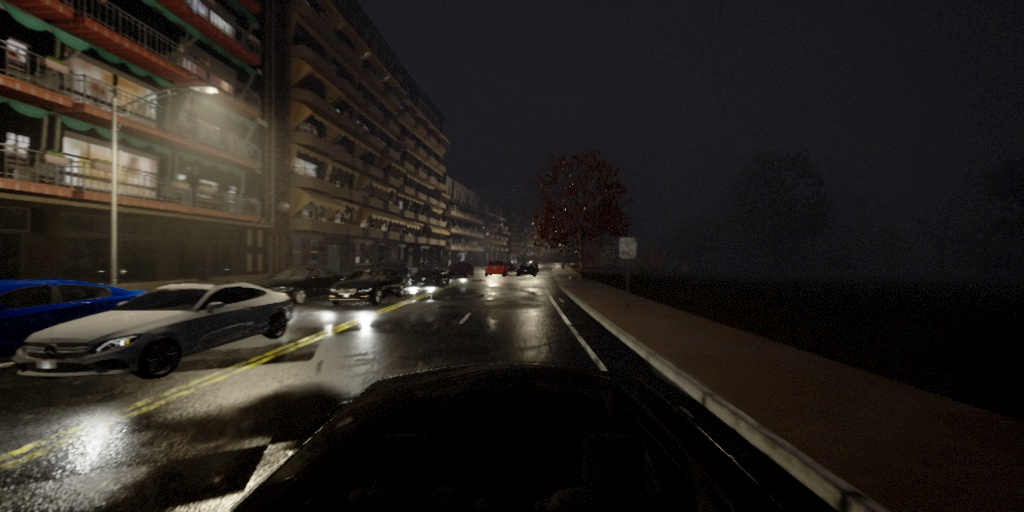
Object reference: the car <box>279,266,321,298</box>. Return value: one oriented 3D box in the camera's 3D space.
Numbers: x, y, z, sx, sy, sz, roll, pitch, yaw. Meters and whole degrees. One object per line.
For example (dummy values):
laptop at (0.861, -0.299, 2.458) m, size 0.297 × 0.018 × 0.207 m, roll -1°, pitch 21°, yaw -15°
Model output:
car at (-9.566, 1.246, 16.415) m, size 1.882 × 1.535 × 5.008 m, roll 0°, pitch 0°, yaw 2°

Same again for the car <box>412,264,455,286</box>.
car at (-5.853, 1.383, 26.245) m, size 1.994 × 1.385 × 4.181 m, roll 0°, pitch 0°, yaw 4°

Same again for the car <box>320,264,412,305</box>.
car at (-6.319, 1.284, 16.273) m, size 1.837 × 1.490 × 4.892 m, roll 0°, pitch 0°, yaw 2°

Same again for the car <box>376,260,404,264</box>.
car at (-9.114, 1.159, 26.139) m, size 2.097 × 1.767 × 4.553 m, roll 0°, pitch 0°, yaw 3°

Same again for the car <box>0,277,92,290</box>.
car at (-9.788, 1.210, 6.848) m, size 1.882 × 1.535 × 5.008 m, roll 0°, pitch 0°, yaw 1°

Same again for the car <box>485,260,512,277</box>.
car at (-1.555, 1.244, 38.095) m, size 2.097 × 1.767 × 4.553 m, roll 0°, pitch 0°, yaw 5°

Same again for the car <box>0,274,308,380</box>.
car at (-6.531, 1.272, 7.387) m, size 1.812 × 1.442 × 4.674 m, roll 0°, pitch 0°, yaw 1°

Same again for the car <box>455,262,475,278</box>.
car at (-5.109, 1.349, 36.685) m, size 1.882 × 1.535 × 5.008 m, roll 0°, pitch 0°, yaw 5°

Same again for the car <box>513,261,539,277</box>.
car at (1.572, 1.469, 38.198) m, size 1.994 × 1.385 × 4.181 m, roll 0°, pitch 0°, yaw 6°
